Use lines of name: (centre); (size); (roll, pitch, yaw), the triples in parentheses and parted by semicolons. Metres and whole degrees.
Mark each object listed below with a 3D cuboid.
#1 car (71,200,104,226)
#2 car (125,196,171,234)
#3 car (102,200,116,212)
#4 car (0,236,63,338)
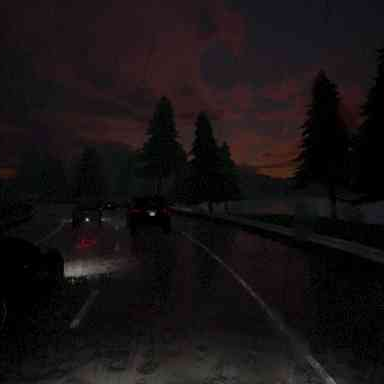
car: (-7.578, 1.548, 24.002); (1.837, 1.490, 4.892); (0, 0, -18)
car: (-2.704, 1.244, 19.835); (2.150, 2.045, 5.566); (0, 0, -14)
car: (-10.576, 1.612, 39.835); (2.033, 1.411, 5.357); (0, 0, -29)
car: (-3.932, 1.543, 6.274); (1.812, 1.442, 4.674); (0, 0, -4)
